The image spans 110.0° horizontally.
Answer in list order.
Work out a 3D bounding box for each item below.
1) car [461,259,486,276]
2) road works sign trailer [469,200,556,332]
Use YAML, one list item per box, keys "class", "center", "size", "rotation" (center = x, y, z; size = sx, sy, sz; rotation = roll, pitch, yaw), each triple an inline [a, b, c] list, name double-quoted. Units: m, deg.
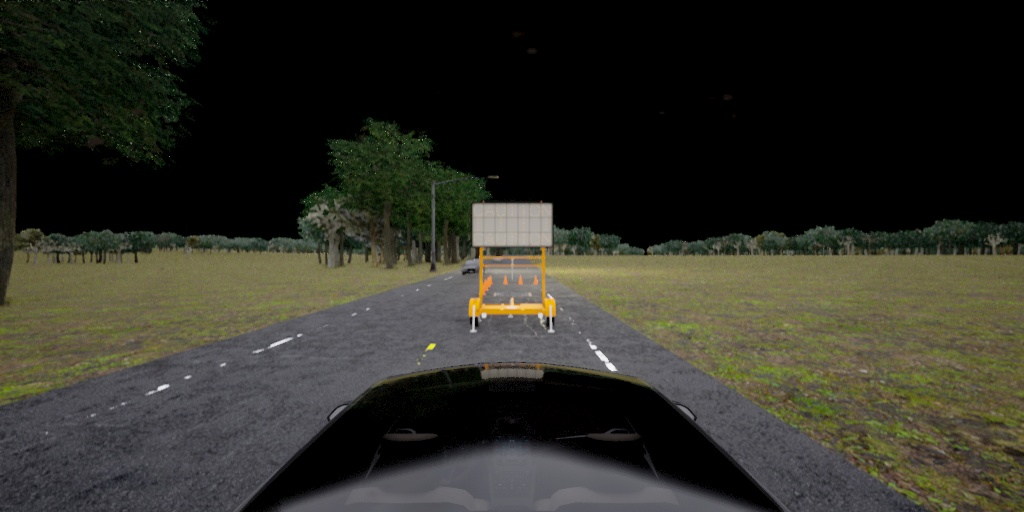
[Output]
- class: "car"
  center: [-3.473, 1.039, 33.039]
  size: [1.837, 1.490, 4.892]
  rotation: [0, 0, 0]
- class: "road works sign trailer"
  center: [0.012, 0.159, 10.616]
  size: [2.380, 3.560, 2.880]
  rotation: [0, 0, 0]
